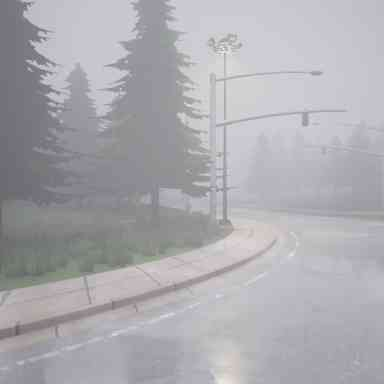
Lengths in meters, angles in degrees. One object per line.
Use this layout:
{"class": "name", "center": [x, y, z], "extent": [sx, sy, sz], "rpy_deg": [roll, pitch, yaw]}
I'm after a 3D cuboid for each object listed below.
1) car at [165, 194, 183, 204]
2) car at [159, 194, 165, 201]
{"class": "car", "center": [-3.147, 1.547, 65.400], "extent": [2.033, 1.411, 5.357], "rpy_deg": [0, 0, -21]}
{"class": "car", "center": [-7.009, 1.186, 75.146], "extent": [2.150, 2.045, 5.566], "rpy_deg": [0, 0, -21]}
